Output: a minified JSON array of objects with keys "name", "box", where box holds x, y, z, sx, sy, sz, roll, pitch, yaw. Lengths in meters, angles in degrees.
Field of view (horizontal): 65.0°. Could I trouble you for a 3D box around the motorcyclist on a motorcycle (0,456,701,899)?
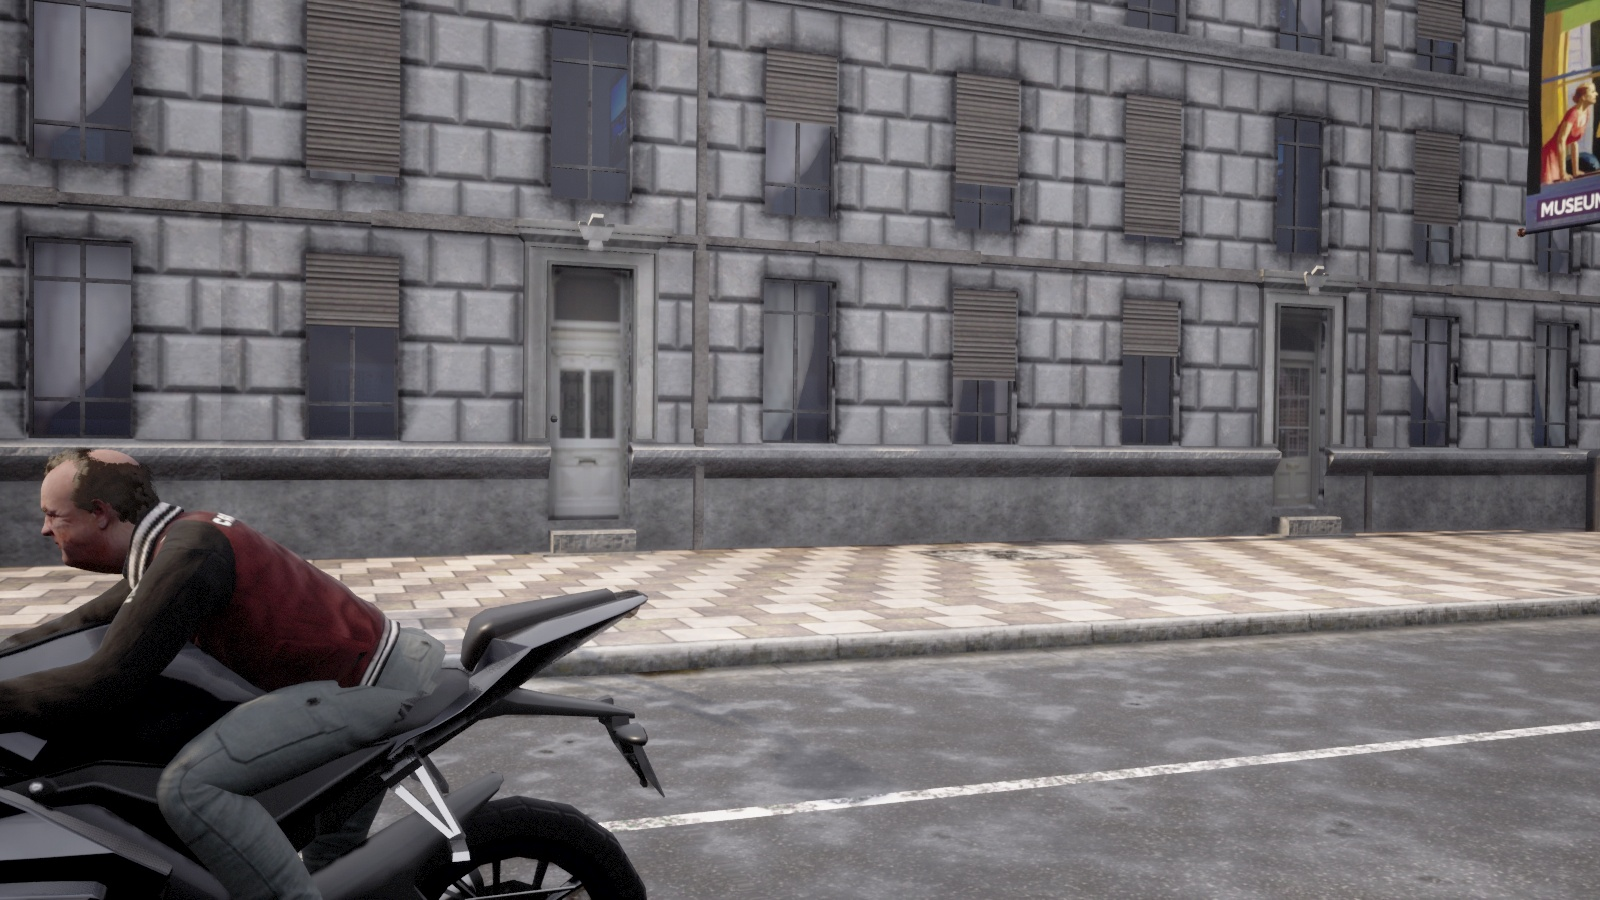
[{"name":"motorcyclist on a motorcycle","box":[-1.392,0.804,2.711,2.191,1.530,0.866,-1,1,-21]}]
